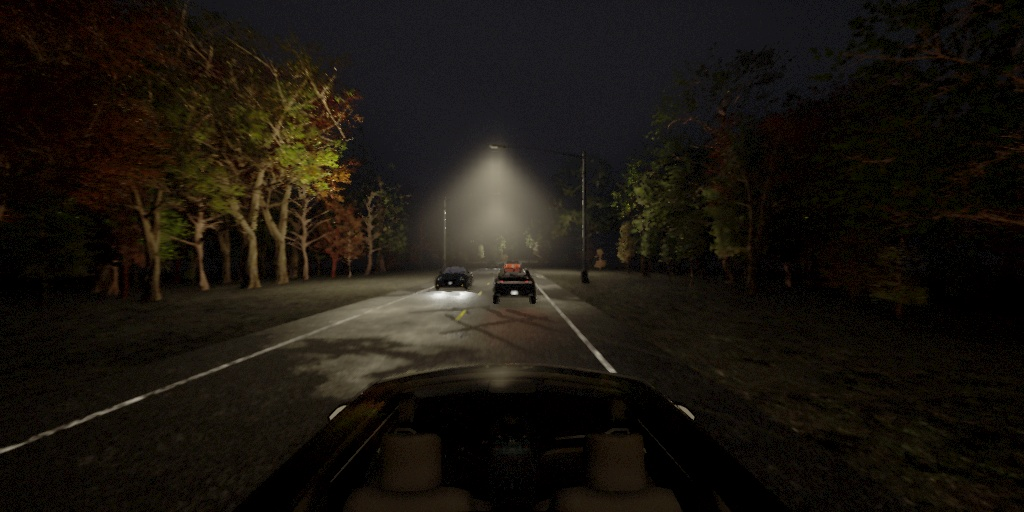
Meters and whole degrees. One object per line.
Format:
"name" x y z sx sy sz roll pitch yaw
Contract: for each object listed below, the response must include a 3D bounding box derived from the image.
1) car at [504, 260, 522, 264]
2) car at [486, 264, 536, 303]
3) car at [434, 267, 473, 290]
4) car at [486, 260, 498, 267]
"car" 0.099 1.242 43.125 2.097 1.767 4.553 0 0 0
"car" 0.100 1.294 17.053 2.128 1.511 4.902 0 0 0
"car" -3.592 1.386 22.782 1.994 1.385 4.181 0 0 0
"car" -3.513 1.479 63.449 1.837 1.490 4.892 0 0 0
